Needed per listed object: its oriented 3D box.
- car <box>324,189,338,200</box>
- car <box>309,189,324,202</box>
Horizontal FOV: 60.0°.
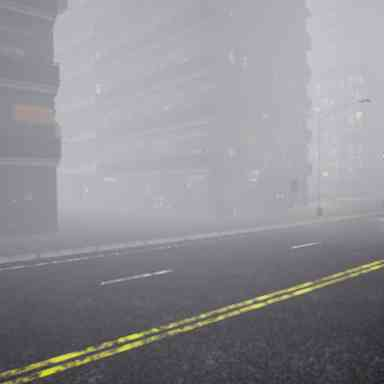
[{"bbox_3d":[19.404,0.310,49.573,4.097,1.590,1.967,1,1,42],"label":"car"},{"bbox_3d":[13.933,0.587,42.996,4.829,1.417,1.752,1,1,42],"label":"car"}]
